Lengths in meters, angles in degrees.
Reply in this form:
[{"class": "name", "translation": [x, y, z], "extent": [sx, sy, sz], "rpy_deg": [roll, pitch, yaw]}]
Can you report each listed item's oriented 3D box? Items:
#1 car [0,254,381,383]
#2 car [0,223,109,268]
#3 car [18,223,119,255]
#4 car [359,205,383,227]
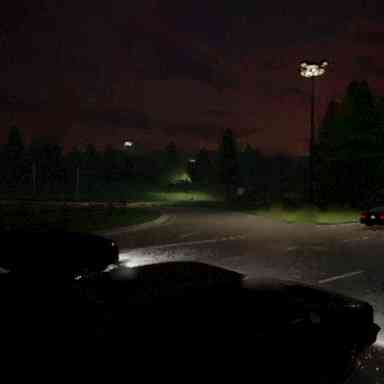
[{"class": "car", "translation": [-0.058, 1.549, 3.705], "extent": [5.357, 1.411, 2.033], "rpy_deg": [0, 0, -35]}, {"class": "car", "translation": [-4.075, 1.490, 5.140], "extent": [4.902, 1.511, 2.128], "rpy_deg": [0, 0, -35]}, {"class": "car", "translation": [-4.203, 1.566, 9.348], "extent": [4.181, 1.385, 1.994], "rpy_deg": [0, 0, -35]}, {"class": "car", "translation": [13.001, 1.567, 21.610], "extent": [5.357, 1.411, 2.033], "rpy_deg": [0, 0, -35]}]
